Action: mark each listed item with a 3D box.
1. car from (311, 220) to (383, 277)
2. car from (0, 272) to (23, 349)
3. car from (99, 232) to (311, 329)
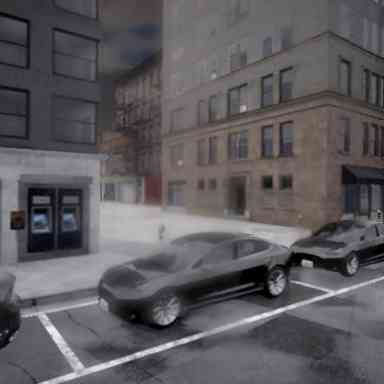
[{"bbox_3d":[4.895,1.556,10.255,4.313,1.339,1.947,0,1,-36],"label":"car"},{"bbox_3d":[-4.339,1.552,3.661,4.403,1.369,2.008,0,1,-36],"label":"car"},{"bbox_3d":[0.278,1.561,6.958,4.313,1.339,1.947,0,1,-36],"label":"car"}]
